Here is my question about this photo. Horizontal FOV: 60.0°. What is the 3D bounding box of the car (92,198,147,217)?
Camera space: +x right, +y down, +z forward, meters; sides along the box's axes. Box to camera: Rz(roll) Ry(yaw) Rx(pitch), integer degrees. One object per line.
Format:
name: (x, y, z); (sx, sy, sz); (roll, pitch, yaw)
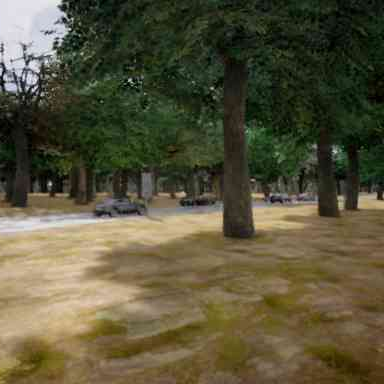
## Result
car: (-5.350, 1.105, 24.982); (1.994, 1.385, 4.181); (-1, 0, 38)

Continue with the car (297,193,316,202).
car: (19.404, 0.926, 56.663); (2.033, 1.411, 5.357); (-1, 0, 38)

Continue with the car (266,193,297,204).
car: (13.018, 0.922, 48.418); (1.837, 1.490, 4.892); (-1, 0, 38)

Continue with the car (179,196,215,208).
car: (0.625, 1.128, 38.472); (1.895, 1.301, 4.718); (-1, 0, 38)

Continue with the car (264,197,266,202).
car: (13.544, 0.980, 54.847); (1.812, 1.442, 4.674); (-1, 0, 38)
